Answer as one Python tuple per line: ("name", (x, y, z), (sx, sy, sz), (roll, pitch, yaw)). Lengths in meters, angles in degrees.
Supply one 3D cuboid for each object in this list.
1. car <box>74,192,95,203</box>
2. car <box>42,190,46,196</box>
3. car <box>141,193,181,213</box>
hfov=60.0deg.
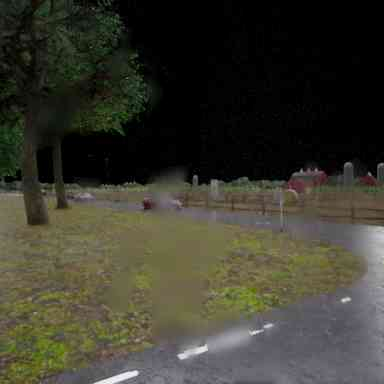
("car", (-15.882, 0.802, 49.000), (1.812, 1.442, 4.674), (-1, 1, -35))
("car", (-39.192, 0.235, 86.004), (1.882, 1.535, 5.008), (-1, 1, -36))
("car", (-2.900, 0.940, 30.892), (2.097, 1.767, 4.553), (-1, 1, -36))
